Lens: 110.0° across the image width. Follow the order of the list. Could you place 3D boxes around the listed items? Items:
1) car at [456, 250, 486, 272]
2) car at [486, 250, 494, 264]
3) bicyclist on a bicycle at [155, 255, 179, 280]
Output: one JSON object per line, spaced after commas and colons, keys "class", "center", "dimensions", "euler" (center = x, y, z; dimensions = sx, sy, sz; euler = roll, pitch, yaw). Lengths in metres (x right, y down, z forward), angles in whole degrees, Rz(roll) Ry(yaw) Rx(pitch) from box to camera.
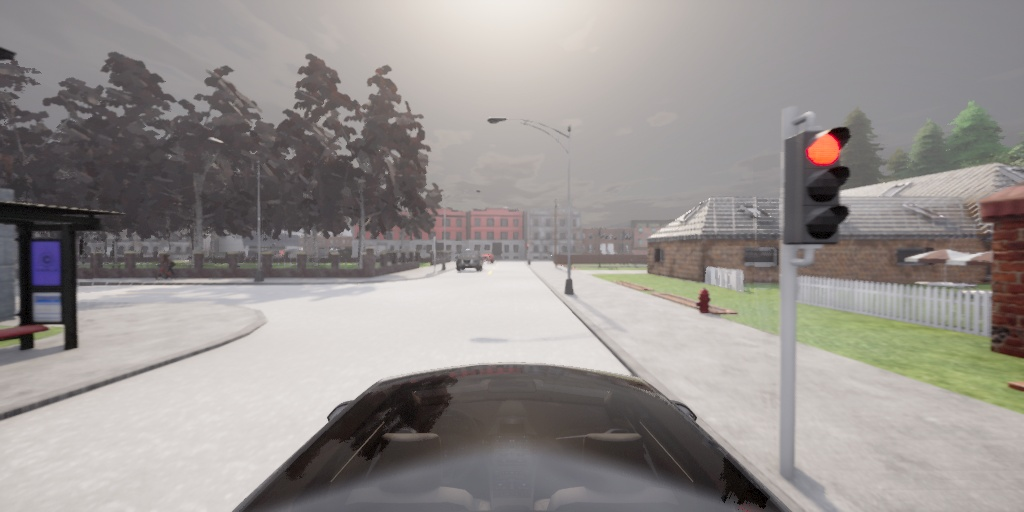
{"class": "car", "center": [-4.089, 0.459, 35.295], "dimensions": [2.150, 2.045, 5.566], "euler": [0, 1, 0]}
{"class": "car", "center": [-4.006, 0.131, 56.409], "dimensions": [2.150, 2.045, 5.566], "euler": [0, 1, 0]}
{"class": "bicyclist on a bicycle", "center": [-22.641, 0.765, 23.542], "dimensions": [0.582, 1.620, 1.656], "euler": [0, 1, 0]}
